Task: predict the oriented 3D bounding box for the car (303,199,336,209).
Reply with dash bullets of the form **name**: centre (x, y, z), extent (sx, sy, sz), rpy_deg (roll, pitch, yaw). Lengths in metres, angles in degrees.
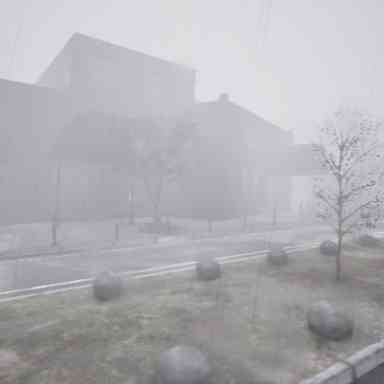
- **car**: centre (18.966, 1.787, 49.623), extent (4.553, 1.767, 2.097), rpy_deg (1, -1, 35)
